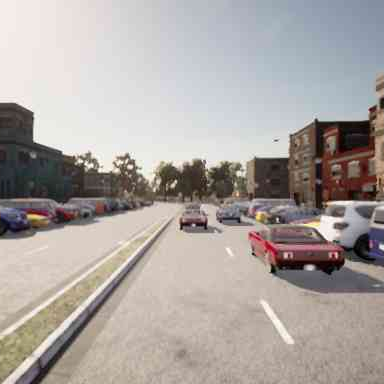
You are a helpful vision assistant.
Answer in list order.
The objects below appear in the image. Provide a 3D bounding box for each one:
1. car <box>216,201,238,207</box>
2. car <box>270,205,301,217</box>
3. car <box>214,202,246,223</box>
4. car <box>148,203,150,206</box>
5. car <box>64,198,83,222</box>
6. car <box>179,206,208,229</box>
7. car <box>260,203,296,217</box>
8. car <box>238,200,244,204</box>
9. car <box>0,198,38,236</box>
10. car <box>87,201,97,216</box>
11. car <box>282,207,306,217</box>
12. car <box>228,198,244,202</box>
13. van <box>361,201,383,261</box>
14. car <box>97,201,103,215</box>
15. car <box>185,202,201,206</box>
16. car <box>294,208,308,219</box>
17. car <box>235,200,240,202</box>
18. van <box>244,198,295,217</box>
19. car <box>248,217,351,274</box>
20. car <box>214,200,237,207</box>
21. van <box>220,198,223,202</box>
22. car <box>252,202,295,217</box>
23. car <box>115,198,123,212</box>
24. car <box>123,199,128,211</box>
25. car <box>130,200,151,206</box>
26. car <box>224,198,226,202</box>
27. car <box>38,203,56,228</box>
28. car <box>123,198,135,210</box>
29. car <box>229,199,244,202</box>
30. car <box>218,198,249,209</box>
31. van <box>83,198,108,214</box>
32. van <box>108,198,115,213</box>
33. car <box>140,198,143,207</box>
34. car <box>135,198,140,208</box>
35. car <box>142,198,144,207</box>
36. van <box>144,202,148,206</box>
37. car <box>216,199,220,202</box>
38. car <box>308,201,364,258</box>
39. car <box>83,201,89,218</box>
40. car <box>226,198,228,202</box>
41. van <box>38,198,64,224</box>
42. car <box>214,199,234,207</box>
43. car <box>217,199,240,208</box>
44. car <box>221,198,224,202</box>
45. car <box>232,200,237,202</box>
[{"bbox_3d":[7.657,2.614,73.170,4.674,1.452,2.002,0,-1,0],"label":"car"},{"bbox_3d":[7.675,1.752,20.786,4.792,1.488,2.163,0,-1,0],"label":"car"},{"bbox_3d":[3.108,1.905,29.123,2.033,1.411,5.357,0,-1,0],"label":"car"},{"bbox_3d":[-12.528,2.492,75.102,4.553,1.767,2.185,0,-1,0],"label":"car"},{"bbox_3d":[-12.518,1.554,27.858,5.566,2.045,2.435,0,-1,0],"label":"car"},{"bbox_3d":[0.106,1.883,23.691,1.895,1.301,4.718,0,-1,0],"label":"car"},{"bbox_3d":[7.640,1.760,23.544,4.892,1.521,2.231,0,-1,0],"label":"car"},{"bbox_3d":[7.643,1.918,34.572,4.892,1.521,2.231,0,-1,0],"label":"car"},{"bbox_3d":[-12.526,1.437,19.524,5.566,2.045,2.435,0,-1,0],"label":"car"},{"bbox_3d":[-12.510,1.919,33.412,4.792,1.488,2.163,0,-1,0],"label":"car"},{"bbox_3d":[7.647,1.727,18.030,4.674,1.452,2.002,0,-1,0],"label":"car"},{"bbox_3d":[7.621,1.967,45.599,4.553,1.767,2.185,0,-1,0],"label":"car"},{"bbox_3d":[7.759,1.361,9.762,4.442,1.987,1.878,0,-1,0],"label":"van"},{"bbox_3d":[-12.535,1.971,36.066,4.674,1.452,2.002,0,-1,0],"label":"car"},{"bbox_3d":[0.111,2.053,41.641,1.837,1.490,4.892,0,-1,0],"label":"car"},{"bbox_3d":[7.649,1.652,15.273,5.008,1.535,2.097,0,-1,0],"label":"car"},{"bbox_3d":[7.644,1.961,37.327,4.892,1.521,2.231,0,-1,0],"label":"car"},{"bbox_3d":[7.531,1.649,31.694,4.442,1.987,1.878,0,-1,0],"label":"van"},{"bbox_3d":[3.096,1.722,10.968,1.895,1.301,4.718,0,-1,0],"label":"car"},{"bbox_3d":[7.665,2.617,75.926,5.008,1.535,2.097,0,-1,0],"label":"car"},{"bbox_3d":[7.538,2.059,56.629,4.442,1.987,1.878,0,-1,0],"label":"van"},{"bbox_3d":[7.832,1.794,26.300,5.366,1.575,1.946,0,-1,0],"label":"car"},{"bbox_3d":[-12.557,1.819,44.532,5.566,2.045,2.435,0,-1,0],"label":"car"},{"bbox_3d":[-12.519,2.206,50.019,4.674,1.452,2.002,0,-1,0],"label":"car"},{"bbox_3d":[-12.461,2.718,80.535,4.792,1.488,2.163,0,-1,0],"label":"car"},{"bbox_3d":[7.685,2.061,51.113,4.553,1.767,2.185,0,-1,0],"label":"car"},{"bbox_3d":[-12.366,1.724,22.298,5.366,1.575,1.946,0,-1,0],"label":"car"},{"bbox_3d":[-12.491,1.965,52.742,5.566,2.045,2.435,0,-1,0],"label":"car"},{"bbox_3d":[7.645,2.048,42.841,4.892,1.521,2.231,0,-1,0],"label":"car"},{"bbox_3d":[7.685,2.133,62.143,5.566,2.045,2.435,0,-1,0],"label":"car"},{"bbox_3d":[-12.651,1.752,38.975,4.442,1.987,1.878,0,-1,0],"label":"van"},{"bbox_3d":[-12.415,1.797,41.751,4.442,1.987,1.878,0,-1,0],"label":"van"},{"bbox_3d":[-12.503,2.423,63.853,5.008,1.535,2.097,0,-1,0],"label":"car"},{"bbox_3d":[-12.543,2.070,58.426,5.566,2.045,2.435,0,-1,0],"label":"car"},{"bbox_3d":[-12.536,2.352,66.759,4.553,1.767,2.185,0,-1,0],"label":"car"},{"bbox_3d":[-12.383,2.348,72.196,4.442,1.987,1.878,0,-1,0],"label":"van"},{"bbox_3d":[7.470,2.332,59.382,5.366,1.575,1.946,0,-1,0],"label":"car"},{"bbox_3d":[7.672,1.368,12.520,5.566,2.045,2.435,0,-1,0],"label":"car"},{"bbox_3d":[-12.536,1.848,30.635,4.892,1.521,2.231,0,-1,0],"label":"car"},{"bbox_3d":[7.684,2.014,48.357,4.553,1.767,2.185,0,-1,0],"label":"car"},{"bbox_3d":[-12.432,1.540,25.080,4.442,1.987,1.878,0,-1,0],"label":"van"},{"bbox_3d":[7.630,2.531,78.690,4.553,1.767,2.185,0,-1,0],"label":"car"},{"bbox_3d":[7.627,2.405,70.416,4.553,1.767,2.185,0,-1,0],"label":"car"},{"bbox_3d":[7.660,2.235,53.868,5.008,1.535,2.097,0,-1,0],"label":"car"},{"bbox_3d":[7.644,2.003,40.084,4.892,1.521,2.231,0,-1,0],"label":"car"}]
